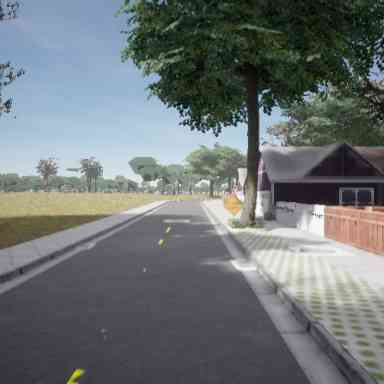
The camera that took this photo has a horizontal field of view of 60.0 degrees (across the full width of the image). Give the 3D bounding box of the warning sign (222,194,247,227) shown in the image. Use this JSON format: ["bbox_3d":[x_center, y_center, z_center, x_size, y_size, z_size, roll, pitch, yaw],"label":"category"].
[{"bbox_3d":[2.508,1.076,19.810,1.300,1.860,1.060,-1,0,0],"label":"warning sign"}]
